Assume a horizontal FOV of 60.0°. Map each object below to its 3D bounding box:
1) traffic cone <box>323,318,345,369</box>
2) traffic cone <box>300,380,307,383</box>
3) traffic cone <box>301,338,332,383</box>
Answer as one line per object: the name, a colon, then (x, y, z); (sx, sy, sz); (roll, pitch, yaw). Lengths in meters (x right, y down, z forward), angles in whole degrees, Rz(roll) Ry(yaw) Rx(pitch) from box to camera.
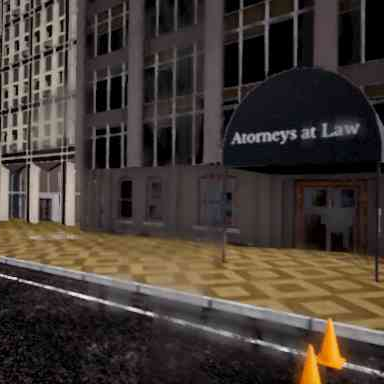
traffic cone: (1.897, 2.039, 4.592); (0.340, 0.580, 0.340); (-1, -1, 34)
traffic cone: (0.777, 2.010, 2.935); (0.340, 0.580, 0.340); (-1, -1, 34)
traffic cone: (1.337, 2.024, 3.764); (0.340, 0.580, 0.340); (-1, -1, 34)
